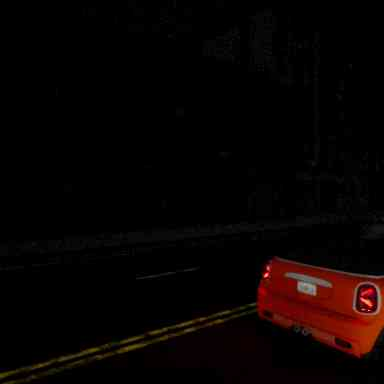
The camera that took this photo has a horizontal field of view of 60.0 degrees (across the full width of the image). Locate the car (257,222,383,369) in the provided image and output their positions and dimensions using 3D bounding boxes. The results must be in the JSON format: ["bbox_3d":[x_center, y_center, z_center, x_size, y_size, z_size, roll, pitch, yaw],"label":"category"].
[{"bbox_3d":[3.306,1.328,5.799,4.553,1.767,2.097,0,0,-35],"label":"car"}]
